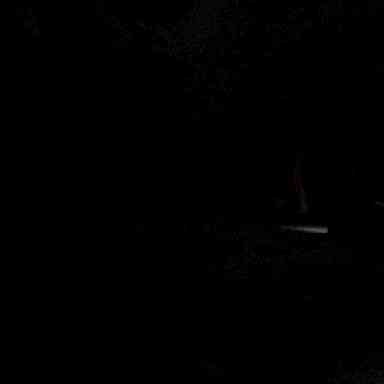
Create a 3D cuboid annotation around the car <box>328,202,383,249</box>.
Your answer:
[{"bbox_3d":[6.802,1.103,12.160,1.812,1.442,4.674,1,1,-3],"label":"car"}]
